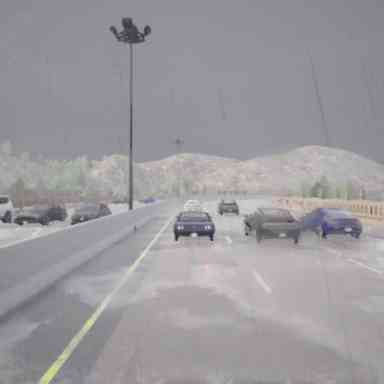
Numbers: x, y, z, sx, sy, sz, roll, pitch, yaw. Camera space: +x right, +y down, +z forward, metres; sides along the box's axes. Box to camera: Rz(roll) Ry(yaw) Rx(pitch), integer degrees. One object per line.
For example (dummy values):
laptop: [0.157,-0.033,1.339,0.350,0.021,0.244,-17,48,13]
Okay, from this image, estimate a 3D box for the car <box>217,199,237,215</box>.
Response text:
car: [3.592,1.494,33.538,2.128,1.511,4.902,0,0,0]

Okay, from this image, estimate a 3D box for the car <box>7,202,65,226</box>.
car: [-10.607,1.550,23.816,2.033,1.411,5.357,0,0,0]

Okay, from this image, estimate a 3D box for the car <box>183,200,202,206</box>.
car: [0.077,1.529,34.742,1.812,1.442,4.674,0,0,0]

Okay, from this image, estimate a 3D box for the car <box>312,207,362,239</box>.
car: [7.096,1.527,17.388,1.812,1.442,4.674,0,0,0]

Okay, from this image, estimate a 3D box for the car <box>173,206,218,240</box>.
car: [0.096,1.602,16.904,1.895,1.301,4.718,0,0,0]

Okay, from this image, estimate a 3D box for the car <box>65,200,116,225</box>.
car: [-7.104,1.508,23.837,1.837,1.490,4.892,0,0,0]

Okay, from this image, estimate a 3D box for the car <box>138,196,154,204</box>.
car: [-8.822,1.483,64.278,1.882,1.535,5.008,0,0,10]

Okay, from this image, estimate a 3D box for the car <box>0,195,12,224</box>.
car: [-14.106,1.227,22.174,2.150,2.045,5.566,0,0,0]

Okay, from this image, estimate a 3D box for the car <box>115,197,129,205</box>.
car: [-12.849,1.553,61.116,2.033,1.411,5.357,0,0,8]

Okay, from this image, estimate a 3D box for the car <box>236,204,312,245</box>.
car: [3.596,1.493,15.614,2.128,1.511,4.902,0,0,0]

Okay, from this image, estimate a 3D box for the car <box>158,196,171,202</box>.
car: [-5.200,1.502,64.594,2.128,1.511,4.902,0,0,11]
